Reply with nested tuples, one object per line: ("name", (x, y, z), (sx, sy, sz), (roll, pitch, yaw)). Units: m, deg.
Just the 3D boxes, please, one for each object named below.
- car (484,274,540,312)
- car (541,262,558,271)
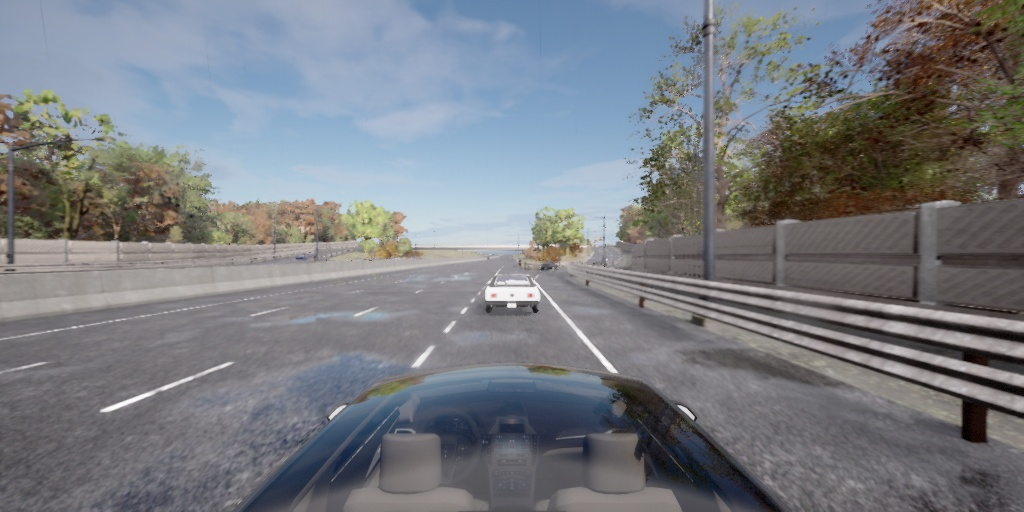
("car", (0.003, 1.353, 14.163), (1.895, 1.301, 4.718), (0, 0, 0))
("car", (5.937, 1.635, 56.073), (1.837, 1.490, 4.892), (-1, -1, 21))
